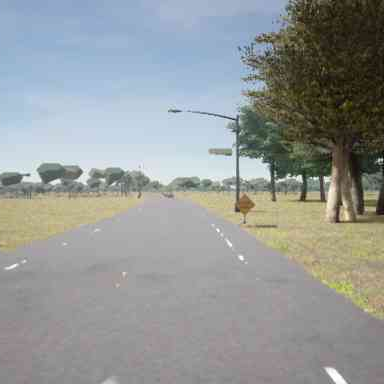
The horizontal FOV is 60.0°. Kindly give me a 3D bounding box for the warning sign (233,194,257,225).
[{"bbox_3d":[3.270,1.078,20.658,1.300,1.860,1.060,1,1,-2],"label":"warning sign"}]
